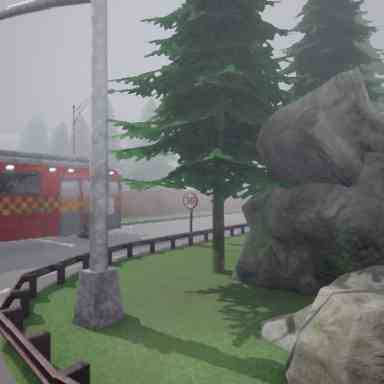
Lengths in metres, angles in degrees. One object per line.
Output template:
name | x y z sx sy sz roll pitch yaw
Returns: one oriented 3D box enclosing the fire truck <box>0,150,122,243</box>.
fire truck | -7.076 0.323 14.190 2.891 3.827 8.468 0 0 36
